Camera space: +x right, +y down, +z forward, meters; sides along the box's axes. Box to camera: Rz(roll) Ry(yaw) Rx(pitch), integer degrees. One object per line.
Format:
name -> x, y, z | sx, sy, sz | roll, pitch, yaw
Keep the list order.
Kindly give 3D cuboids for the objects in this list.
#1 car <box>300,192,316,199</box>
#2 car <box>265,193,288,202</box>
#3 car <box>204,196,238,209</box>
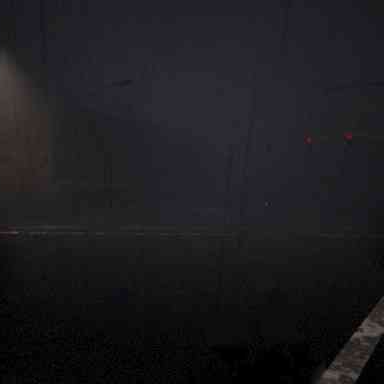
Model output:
car -> 22.808, 0.605, 65.330 | 1.994, 1.385, 4.181 | 1, 1, 36
car -> 13.397, 0.803, 52.551 | 2.033, 1.411, 5.357 | 1, 2, 36
car -> 3.524, 1.202, 39.008 | 2.033, 1.411, 5.357 | 1, 1, 36
